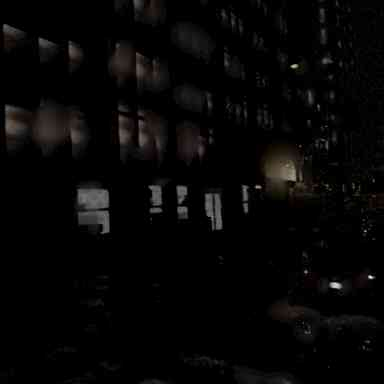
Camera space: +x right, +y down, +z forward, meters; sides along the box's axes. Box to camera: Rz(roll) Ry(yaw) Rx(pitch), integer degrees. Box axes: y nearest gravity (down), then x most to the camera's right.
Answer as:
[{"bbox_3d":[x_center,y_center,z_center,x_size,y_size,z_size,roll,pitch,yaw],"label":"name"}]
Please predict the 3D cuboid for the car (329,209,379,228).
[{"bbox_3d":[10.276,2.047,21.498,2.192,1.841,5.009,-5,-4,37],"label":"car"}]

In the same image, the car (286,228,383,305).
[{"bbox_3d":[4.378,1.930,9.048,1.994,1.385,4.181,-4,-3,36],"label":"car"}]

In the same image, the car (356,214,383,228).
[{"bbox_3d":[9.980,2.057,16.565,2.033,1.411,5.357,-4,-3,37],"label":"car"}]

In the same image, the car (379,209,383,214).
[{"bbox_3d":[16.974,2.337,30.307,1.967,1.590,4.097,-5,-4,37],"label":"car"}]

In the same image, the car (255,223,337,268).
[{"bbox_3d":[4.081,2.140,13.214,1.947,1.339,4.313,-5,-4,37],"label":"car"}]
